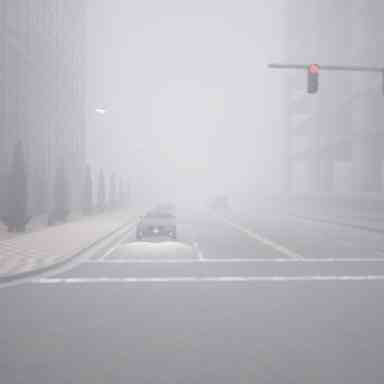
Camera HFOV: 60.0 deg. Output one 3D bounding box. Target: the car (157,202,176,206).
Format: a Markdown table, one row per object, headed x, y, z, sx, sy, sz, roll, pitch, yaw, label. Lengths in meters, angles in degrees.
| x | y | z | sx | sy | sz | roll | pitch | yaw | label |
| --- | --- | --- | --- | --- | --- | --- | --- | --- | --- |
| -2.364 | 1.746 | 28.489 | 2.033 | 1.411 | 5.357 | 0 | 0 | -3 | car |

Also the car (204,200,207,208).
| x | y | z | sx | sy | sz | roll | pitch | yaw | label |
| --- | --- | --- | --- | --- | --- | --- | --- | --- | --- |
| 3.278 | 1.753 | 57.066 | 2.097 | 1.767 | 4.553 | 0 | 0 | -3 | car |

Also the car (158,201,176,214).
| x | y | z | sx | sy | sz | roll | pitch | yaw | label |
| --- | --- | --- | --- | --- | --- | --- | --- | --- | --- |
| -2.914 | 1.829 | 39.475 | 1.994 | 1.385 | 4.181 | 0 | 0 | -3 | car |

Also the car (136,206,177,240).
| x | y | z | sx | sy | sz | roll | pitch | yaw | label |
| --- | --- | --- | --- | --- | --- | --- | --- | --- | --- |
| -1.819 | 1.699 | 17.866 | 1.994 | 1.385 | 4.181 | 0 | 0 | -3 | car |

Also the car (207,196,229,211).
| x | y | z | sx | sy | sz | roll | pitch | yaw | label |
| --- | --- | --- | --- | --- | --- | --- | --- | --- | --- |
| 3.856 | 1.560 | 46.663 | 2.150 | 2.045 | 5.566 | 0 | 0 | -2 | car |
